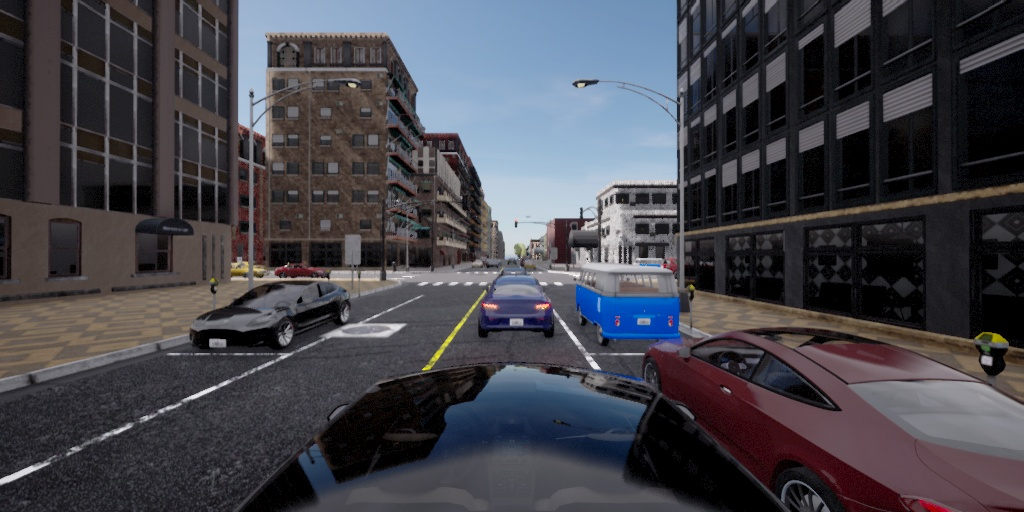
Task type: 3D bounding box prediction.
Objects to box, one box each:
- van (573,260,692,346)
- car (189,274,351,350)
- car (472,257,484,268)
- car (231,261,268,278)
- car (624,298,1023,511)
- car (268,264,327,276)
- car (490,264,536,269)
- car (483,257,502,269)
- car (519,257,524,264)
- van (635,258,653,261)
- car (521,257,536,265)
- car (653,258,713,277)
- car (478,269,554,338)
[{"bbox_3d":[2.659,1.088,9.082,1.690,1.789,3.998,0,0,0],"label":"van"},{"bbox_3d":[-5.688,1.313,9.110,1.948,1.339,4.313,0,0,0],"label":"car"},{"bbox_3d":[-5.676,1.291,59.238,1.751,1.417,4.829,0,0,0],"label":"car"},{"bbox_3d":[-22.952,1.203,29.882,4.829,1.417,1.751,0,0,0],"label":"car"},{"bbox_3d":[2.658,1.331,3.393,1.802,1.307,4.207,0,0,0],"label":"car"},{"bbox_3d":[-17.460,1.271,29.894,4.207,1.307,1.802,0,0,0],"label":"car"},{"bbox_3d":[0.097,1.310,18.534,1.994,1.385,4.181,0,0,0],"label":"car"},{"bbox_3d":[-3.065,1.268,57.214,1.837,1.490,4.892,0,0,0],"label":"car"},{"bbox_3d":[2.707,1.353,64.946,1.802,1.307,4.207,0,0,0],"label":"car"},{"bbox_3d":[14.906,1.158,38.343,3.998,1.789,1.690,0,0,0],"label":"van"},{"bbox_3d":[2.704,1.287,54.038,1.751,1.417,4.829,0,0,0],"label":"car"},{"bbox_3d":[14.927,1.095,29.963,5.009,1.841,2.192,0,0,0],"label":"car"},{"bbox_3d":[0.103,1.273,10.082,1.812,1.442,4.674,0,0,0],"label":"car"}]
